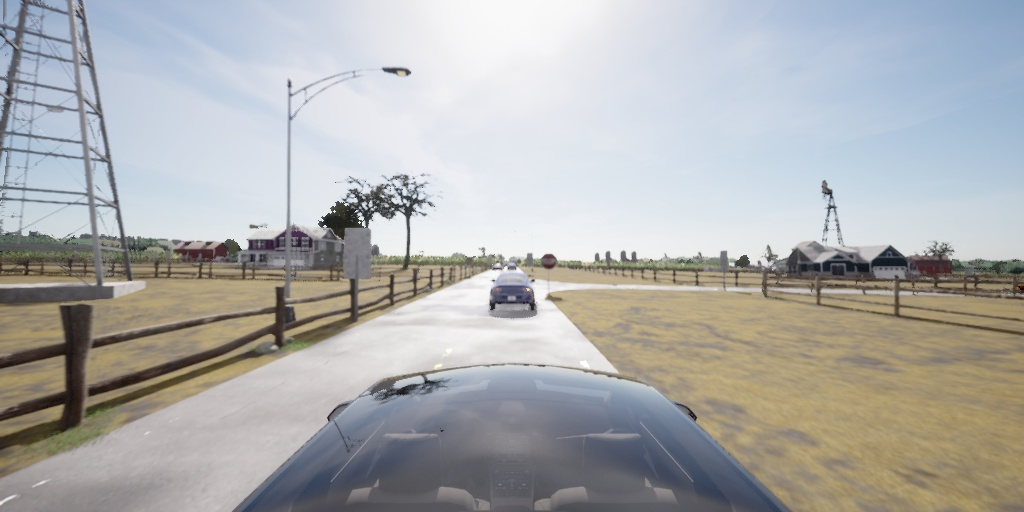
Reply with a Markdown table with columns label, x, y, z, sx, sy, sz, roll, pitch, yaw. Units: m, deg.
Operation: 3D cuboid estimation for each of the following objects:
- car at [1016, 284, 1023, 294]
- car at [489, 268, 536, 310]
| label | x | y | z | sx | sy | sz | roll | pitch | yaw |
| --- | --- | --- | --- | --- | --- | --- | --- | --- | --- |
| car | 47.636 | 2.803 | 31.521 | 4.718 | 1.301 | 1.895 | 1 | -2 | 0 |
| car | 0.053 | 1.435 | 15.627 | 1.812 | 1.442 | 4.674 | 0 | -1 | 2 |
